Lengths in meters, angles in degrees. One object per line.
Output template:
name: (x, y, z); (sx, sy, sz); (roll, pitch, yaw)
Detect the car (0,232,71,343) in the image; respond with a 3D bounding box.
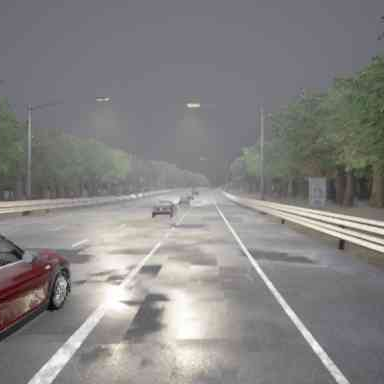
car: (-3.563, 1.340, 4.913); (2.097, 1.767, 4.553); (0, 0, 3)

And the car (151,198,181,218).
car: (-2.450, 1.503, 30.105); (2.033, 1.411, 5.357); (0, 0, 3)

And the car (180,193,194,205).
car: (-1.255, 1.405, 57.133); (2.033, 1.411, 5.357); (0, 1, 3)

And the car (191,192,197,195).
car: (-0.499, 1.214, 74.230); (1.895, 1.301, 4.718); (0, 1, 3)
